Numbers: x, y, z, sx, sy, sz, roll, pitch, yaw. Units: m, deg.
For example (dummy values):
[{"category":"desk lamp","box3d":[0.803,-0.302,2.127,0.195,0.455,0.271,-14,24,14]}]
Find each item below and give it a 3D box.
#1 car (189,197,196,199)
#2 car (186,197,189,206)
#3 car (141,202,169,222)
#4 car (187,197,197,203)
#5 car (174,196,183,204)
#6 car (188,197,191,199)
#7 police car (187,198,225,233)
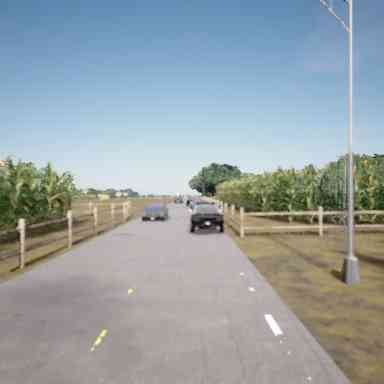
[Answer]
[{"category":"car","box3d":[0.820,1.506,29.810,1.837,1.490,4.892,0,0,0]},{"category":"car","box3d":[-0.009,1.545,55.221,1.882,1.535,5.008,0,0,0]},{"category":"car","box3d":[-2.853,1.544,26.783,2.033,1.411,5.357,0,0,0]},{"category":"car","box3d":[-0.011,1.635,70.253,1.895,1.301,4.718,0,0,0]},{"category":"car","box3d":[-2.762,1.595,68.659,1.882,1.535,5.008,0,0,0]},{"category":"car","box3d":[0.819,1.487,35.811,1.882,1.535,5.008,0,0,0]},{"category":"police car","box3d":[0.822,1.418,19.917,1.930,1.638,5.238,0,0,0]}]
